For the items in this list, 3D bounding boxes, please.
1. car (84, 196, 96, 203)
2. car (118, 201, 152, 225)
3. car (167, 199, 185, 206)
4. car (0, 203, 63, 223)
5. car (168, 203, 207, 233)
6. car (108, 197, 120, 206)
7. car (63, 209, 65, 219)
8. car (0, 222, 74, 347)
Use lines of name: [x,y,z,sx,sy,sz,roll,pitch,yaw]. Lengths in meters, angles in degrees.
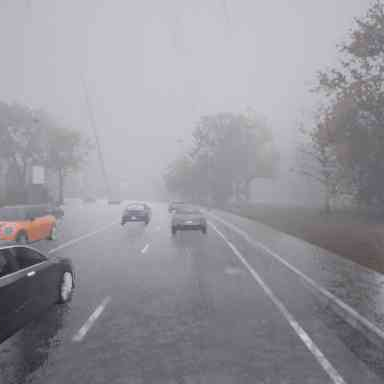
car: [-20.258,1.539,65.764,1.994,1.385,4.181,0,0,-22]
car: [-3.949,1.530,24.031,1.812,1.442,4.674,0,0,-3]
car: [-1.725,1.502,37.326,2.128,1.511,4.902,0,0,-7]
car: [-7.259,1.354,13.531,2.097,1.767,4.553,0,0,-1]
car: [-0.236,1.568,19.679,1.994,1.385,4.181,0,0,-2]
car: [-13.171,1.565,56.341,1.994,1.385,4.181,0,0,-16]
car: [-11.294,1.566,25.561,1.994,1.385,4.181,0,0,-4]
car: [-3.421,1.506,5.223,1.837,1.490,4.892,0,0,0]
